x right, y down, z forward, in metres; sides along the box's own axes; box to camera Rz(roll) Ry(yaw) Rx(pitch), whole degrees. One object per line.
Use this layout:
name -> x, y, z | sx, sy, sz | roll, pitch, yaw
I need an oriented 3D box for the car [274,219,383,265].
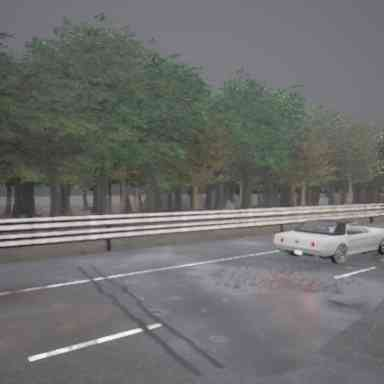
car -> 5.147, 1.604, 11.724 | 4.718, 1.301, 1.895 | 0, 0, -36
